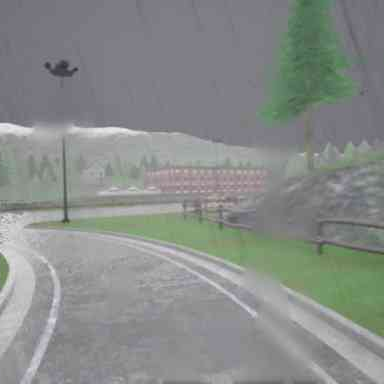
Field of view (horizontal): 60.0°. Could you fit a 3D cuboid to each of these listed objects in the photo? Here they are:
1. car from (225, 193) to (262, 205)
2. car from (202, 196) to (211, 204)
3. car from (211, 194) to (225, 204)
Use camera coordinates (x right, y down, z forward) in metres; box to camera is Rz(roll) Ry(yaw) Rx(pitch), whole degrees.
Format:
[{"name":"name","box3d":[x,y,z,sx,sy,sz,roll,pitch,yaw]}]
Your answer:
[{"name":"car","box3d":[8.045,0.947,51.880,4.553,1.767,2.097,-2,0,-33]},{"name":"car","box3d":[3.999,1.166,57.576,5.008,1.535,1.882,-2,0,-33]},{"name":"car","box3d":[6.059,0.993,54.755,4.553,1.767,2.097,-2,0,-33]}]
